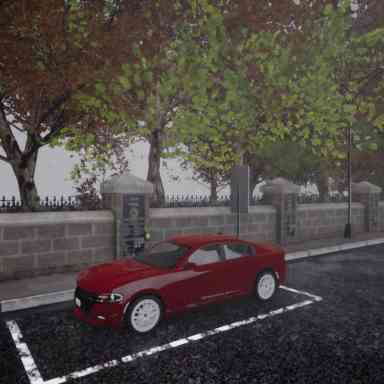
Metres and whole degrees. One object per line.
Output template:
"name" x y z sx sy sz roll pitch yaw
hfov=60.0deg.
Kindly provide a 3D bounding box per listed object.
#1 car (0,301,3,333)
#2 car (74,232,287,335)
"car" -4.500 1.551 3.446 4.403 1.369 2.008 0 0 -35
"car" -0.018 1.545 6.702 4.507 1.381 1.887 0 0 -35
